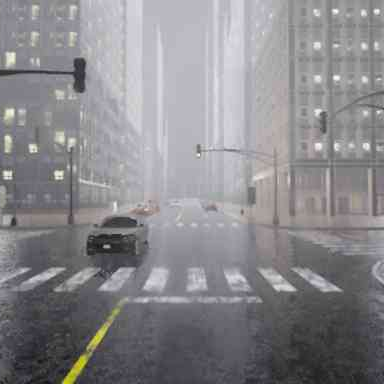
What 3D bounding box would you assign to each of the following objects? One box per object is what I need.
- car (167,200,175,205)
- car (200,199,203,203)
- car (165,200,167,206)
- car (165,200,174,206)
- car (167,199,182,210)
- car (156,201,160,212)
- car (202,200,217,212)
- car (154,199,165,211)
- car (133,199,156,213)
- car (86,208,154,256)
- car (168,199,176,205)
[{"bbox_3d":[-5.541,2.712,87.593,1.887,1.381,4.507,1,-1,0],"label":"car"},{"bbox_3d":[2.797,2.325,59.944,1.752,1.417,4.829,1,-1,0],"label":"car"},{"bbox_3d":[-5.558,2.563,76.444,1.887,1.381,4.507,1,-1,0],"label":"car"},{"bbox_3d":[-5.549,2.643,82.018,2.008,1.369,4.403,1,-1,0],"label":"car"},{"bbox_3d":[-2.910,2.254,58.701,1.812,1.442,4.674,0,-1,0],"label":"car"},{"bbox_3d":[-5.612,2.155,42.995,1.802,1.307,4.206,1,-1,0],"label":"car"},{"bbox_3d":[2.777,2.231,48.619,1.802,1.307,4.206,1,-1,0],"label":"car"},{"bbox_3d":[-5.598,1.962,48.574,2.192,1.841,5.009,1,-1,0],"label":"car"},{"bbox_3d":[-5.618,1.939,37.423,1.967,1.590,4.097,1,-1,0],"label":"car"},{"bbox_3d":[-2.980,1.673,14.176,1.882,1.535,5.008,0,-1,0],"label":"car"},{"bbox_3d":[-5.532,2.793,93.168,2.008,1.369,4.403,1,-1,0],"label":"car"}]
